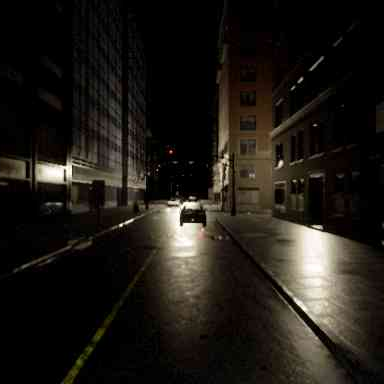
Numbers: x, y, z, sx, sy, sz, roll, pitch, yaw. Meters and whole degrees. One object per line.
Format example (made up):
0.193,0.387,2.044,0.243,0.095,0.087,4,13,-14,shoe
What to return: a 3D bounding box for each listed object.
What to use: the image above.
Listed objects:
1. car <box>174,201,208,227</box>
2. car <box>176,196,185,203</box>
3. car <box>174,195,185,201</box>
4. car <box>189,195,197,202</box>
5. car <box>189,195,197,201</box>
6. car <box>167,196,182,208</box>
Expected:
0.092,1.649,24.107,2.128,1.511,4.902,0,0,1,car
-2.838,1.839,84.618,2.097,1.767,4.553,0,0,0,car
-2.868,1.635,69.049,2.150,2.045,5.566,0,0,0,car
0.174,1.723,90.994,2.097,1.767,4.553,0,0,0,car
0.154,1.993,80.603,2.128,1.511,4.902,0,0,0,car
-2.988,1.850,53.608,1.812,1.442,4.674,0,0,0,car
